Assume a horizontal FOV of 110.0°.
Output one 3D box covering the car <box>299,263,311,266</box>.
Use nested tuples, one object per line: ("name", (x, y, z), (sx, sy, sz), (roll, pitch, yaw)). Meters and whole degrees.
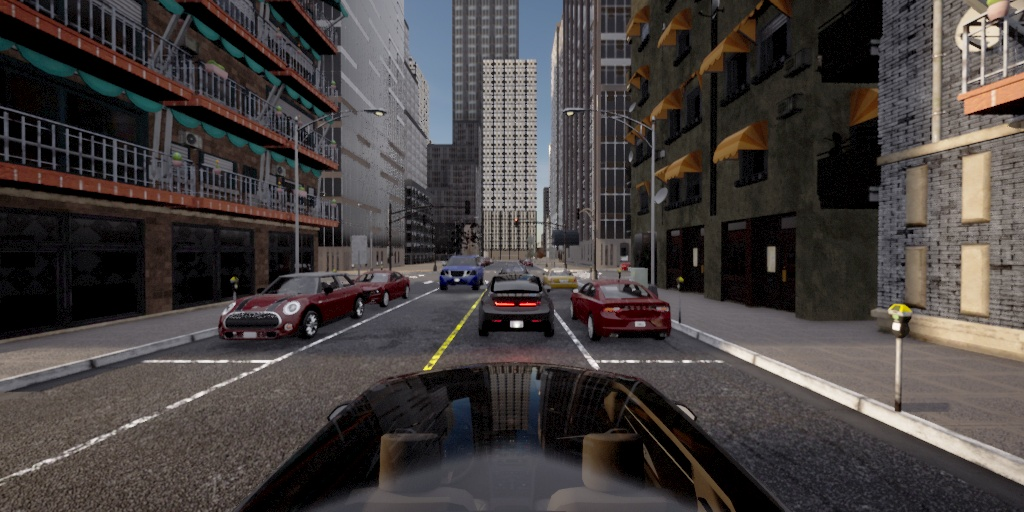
("car", (-23.799, 1.484, 39.642), (4.097, 1.591, 1.967), (0, 0, 0))

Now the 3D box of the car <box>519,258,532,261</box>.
("car", (2.749, 1.169, 64.321), (1.967, 1.591, 4.097), (0, 0, 0))

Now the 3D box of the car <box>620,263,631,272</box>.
("car", (14.299, 0.994, 39.926), (4.507, 1.381, 1.888), (0, 0, 0))

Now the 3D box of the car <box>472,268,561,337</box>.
("car", (0.108, 1.251, 10.300), (1.837, 1.490, 4.892), (0, 0, 0))

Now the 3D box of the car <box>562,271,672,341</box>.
("car", (2.697, 1.291, 9.748), (1.888, 1.381, 4.507), (0, 0, 0))

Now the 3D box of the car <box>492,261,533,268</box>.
("car", (0.116, 1.234, 20.433), (2.128, 1.511, 4.902), (0, 0, 0))

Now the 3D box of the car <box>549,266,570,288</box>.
("car", (2.707, 1.267, 20.965), (1.751, 1.417, 4.829), (0, 0, 0))

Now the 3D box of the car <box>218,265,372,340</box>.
("car", (-5.684, 1.186, 9.770), (1.967, 1.591, 4.097), (0, 0, 0))

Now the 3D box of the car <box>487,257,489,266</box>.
("car", (-5.631, 1.274, 64.330), (1.888, 1.381, 4.507), (0, 0, 0))

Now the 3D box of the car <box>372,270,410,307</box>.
("car", (-5.679, 1.289, 15.294), (1.888, 1.381, 4.507), (0, 0, 0))

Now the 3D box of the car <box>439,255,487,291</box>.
("car", (-2.982, 0.953, 22.229), (2.150, 2.045, 5.566), (0, 0, 0))
